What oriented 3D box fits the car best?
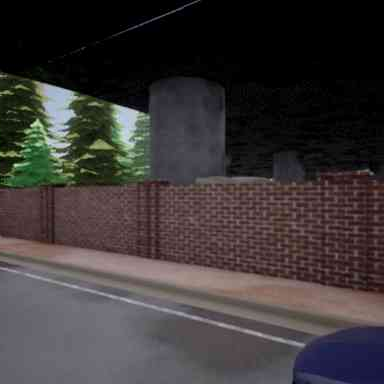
[{"bbox_3d":[2.897,1.512,1.804,4.674,1.442,1.812,0,0,36],"label":"car"}]
